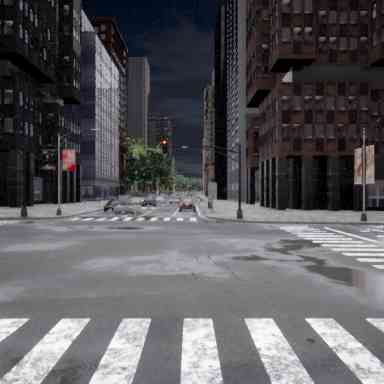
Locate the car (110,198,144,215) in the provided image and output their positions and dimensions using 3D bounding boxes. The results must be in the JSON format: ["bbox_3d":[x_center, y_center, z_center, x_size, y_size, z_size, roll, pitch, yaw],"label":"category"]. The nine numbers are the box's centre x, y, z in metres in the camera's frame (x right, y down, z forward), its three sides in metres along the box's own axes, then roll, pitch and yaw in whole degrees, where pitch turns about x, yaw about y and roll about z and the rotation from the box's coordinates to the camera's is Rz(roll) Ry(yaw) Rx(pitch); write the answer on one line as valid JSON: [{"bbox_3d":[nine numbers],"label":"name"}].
[{"bbox_3d":[-6.399,1.594,33.230,1.895,1.301,4.718,0,0,1],"label":"car"}]

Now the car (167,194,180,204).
[{"bbox_3d":[-3.398,1.667,65.653,1.895,1.301,4.718,0,0,0],"label":"car"}]

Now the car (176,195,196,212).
[{"bbox_3d":[-0.524,1.445,39.051,1.967,1.590,4.097,0,0,0],"label":"car"}]

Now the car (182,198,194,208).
[{"bbox_3d":[-0.570,1.611,49.900,1.802,1.307,4.206,0,0,0],"label":"car"}]

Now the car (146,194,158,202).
[{"bbox_3d":[-9.213,1.411,76.999,2.192,1.841,5.009,0,0,0],"label":"car"}]

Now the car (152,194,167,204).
[{"bbox_3d":[-6.410,1.595,67.122,1.812,1.442,4.674,0,0,0],"label":"car"}]

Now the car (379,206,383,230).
[{"bbox_3d":[14.844,1.723,20.974,4.902,1.511,2.128,1,0,0],"label":"car"}]

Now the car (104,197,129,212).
[{"bbox_3d":[-9.049,1.571,39.017,1.947,1.339,4.313,0,0,0],"label":"car"}]

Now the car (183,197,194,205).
[{"bbox_3d":[-0.617,1.599,60.750,1.887,1.381,4.507,0,0,0],"label":"car"}]

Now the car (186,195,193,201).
[{"bbox_3d":[-0.758,1.689,93.300,1.887,1.381,4.507,0,0,0],"label":"car"}]

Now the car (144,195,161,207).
[{"bbox_3d":[-6.434,1.580,51.343,2.033,1.411,5.357,0,0,-1],"label":"car"}]

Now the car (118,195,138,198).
[{"bbox_3d":[-9.073,1.332,44.443,2.192,1.841,5.009,0,0,0],"label":"car"}]

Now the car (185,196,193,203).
[{"bbox_3d":[-0.665,1.607,71.770,1.752,1.417,4.829,0,0,0],"label":"car"}]

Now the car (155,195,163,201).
[{"bbox_3d":[-9.282,1.689,93.276,1.887,1.381,4.507,0,0,0],"label":"car"}]
